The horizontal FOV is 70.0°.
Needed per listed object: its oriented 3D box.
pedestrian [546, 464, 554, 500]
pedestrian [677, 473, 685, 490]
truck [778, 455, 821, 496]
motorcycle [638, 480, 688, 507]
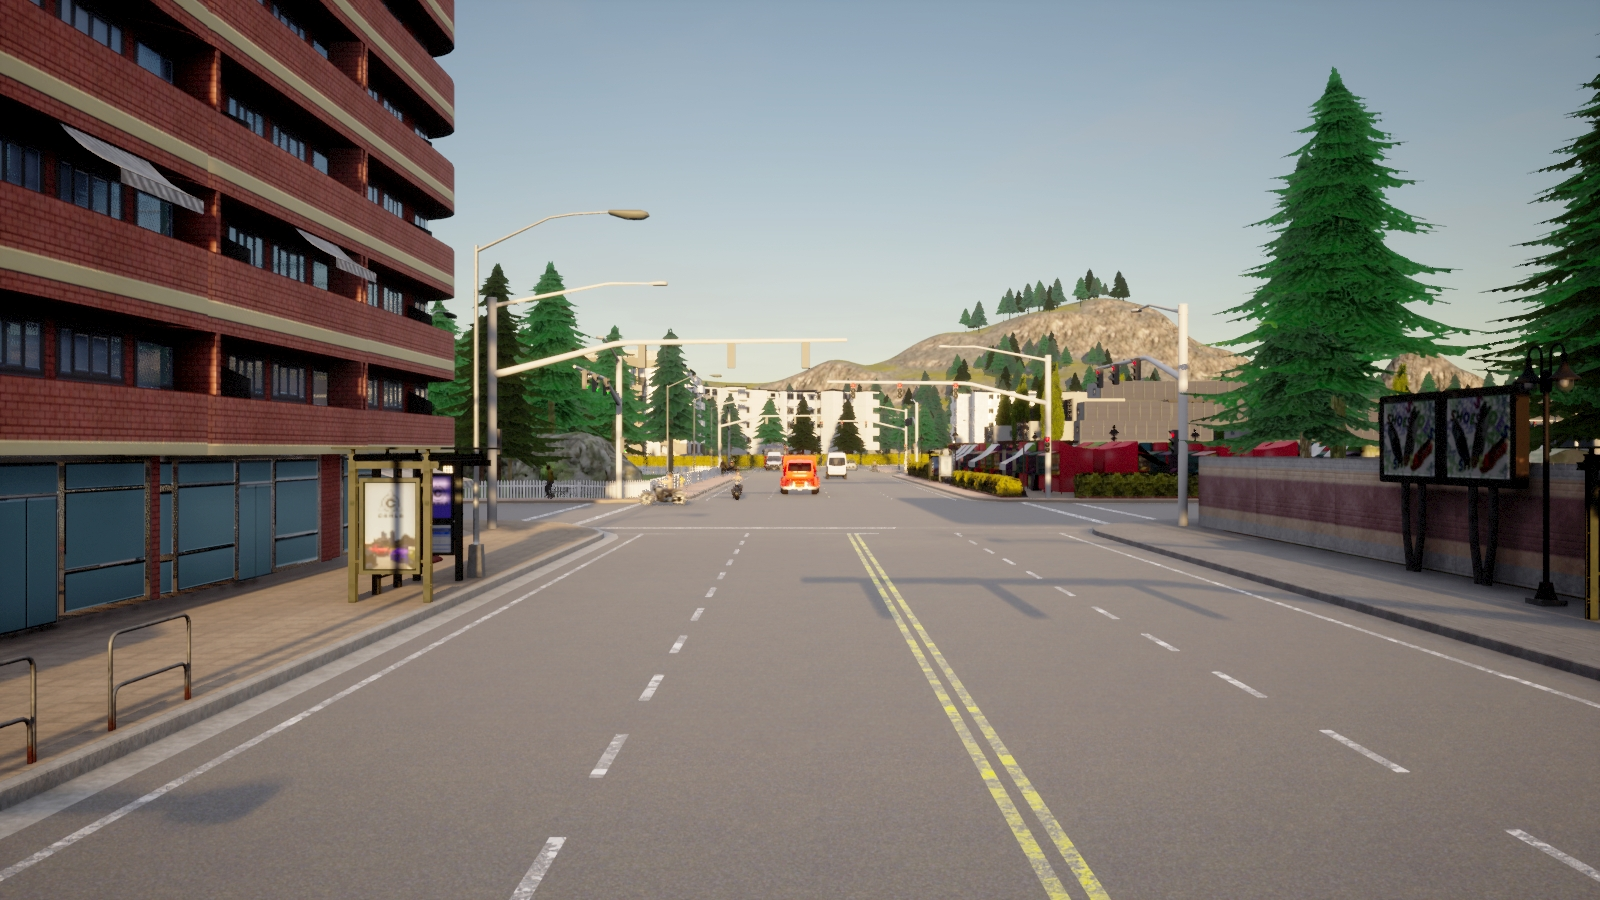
[{"bbox_3d":[-12.942,1.644,59.123,0.375,1.860,0.375,0,0,-2],"label":"pedestrian"},{"bbox_3d":[-7.749,2.079,74.535,0.500,1.100,0.500,0,0,-1],"label":"pedestrian"},{"bbox_3d":[-0.006,1.572,72.542,2.627,2.467,5.204,0,0,0],"label":"truck"},{"bbox_3d":[-6.753,2.134,56.433,2.356,1.307,0.764,0,0,-1],"label":"motorcycle"}]
